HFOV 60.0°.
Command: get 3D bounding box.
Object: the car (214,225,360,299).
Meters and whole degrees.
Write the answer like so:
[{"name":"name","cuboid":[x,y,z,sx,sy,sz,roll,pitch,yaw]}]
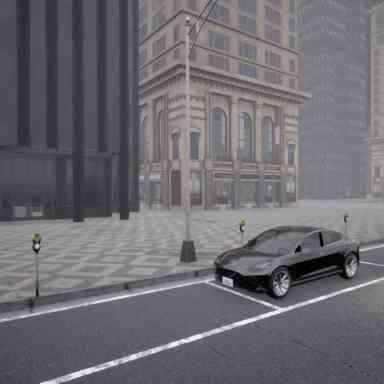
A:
[{"name":"car","cuboid":[2.546,1.565,8.452,4.313,1.339,1.947,0,0,-35]}]
